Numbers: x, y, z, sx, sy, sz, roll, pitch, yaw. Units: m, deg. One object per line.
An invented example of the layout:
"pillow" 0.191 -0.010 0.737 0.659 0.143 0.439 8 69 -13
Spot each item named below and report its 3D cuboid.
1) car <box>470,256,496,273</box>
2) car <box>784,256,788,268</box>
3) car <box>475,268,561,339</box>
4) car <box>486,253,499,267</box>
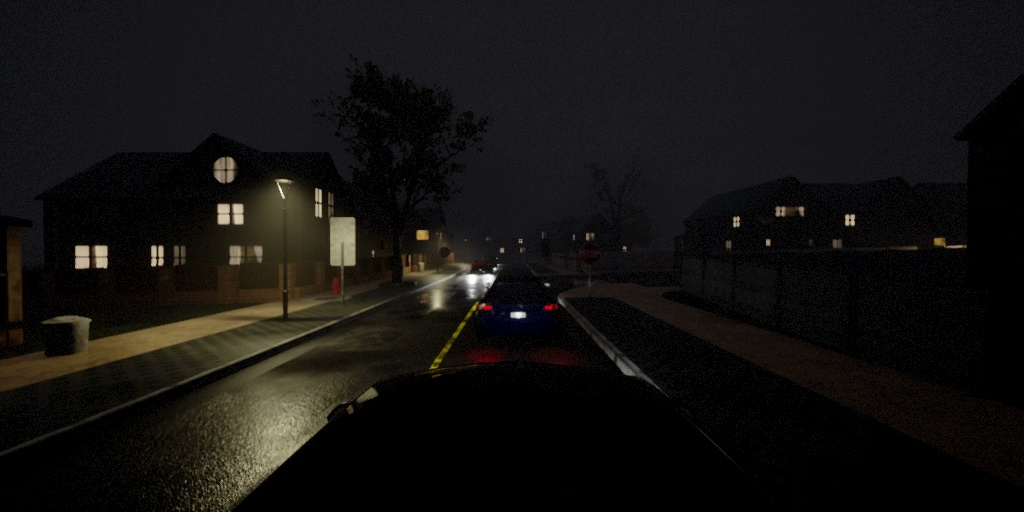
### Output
"car" -2.774 0.890 33.824 1.895 1.301 4.718 0 1 0
"car" 15.122 0.630 21.101 5.357 1.411 2.033 -1 1 0
"car" 0.124 1.203 9.653 1.994 1.385 4.181 0 1 0
"car" -2.780 0.674 45.022 2.033 1.411 5.357 0 1 0
